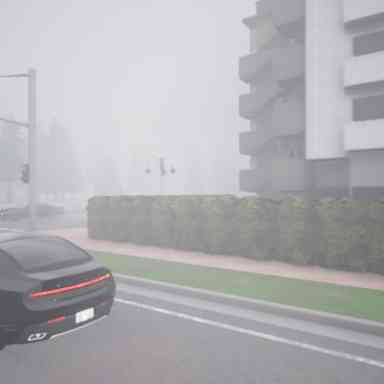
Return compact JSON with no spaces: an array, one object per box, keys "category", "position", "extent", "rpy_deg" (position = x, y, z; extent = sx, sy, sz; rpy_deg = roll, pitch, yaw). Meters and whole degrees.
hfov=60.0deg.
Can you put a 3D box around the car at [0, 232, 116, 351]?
[{"category":"car","position":[-3.529,1.509,6.117],"extent":[4.892,1.490,1.837],"rpy_deg":[0,0,34]}]

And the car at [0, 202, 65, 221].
[{"category":"car","position":[-13.232,1.559,27.377],"extent":[2.033,1.411,5.357],"rpy_deg":[0,0,36]}]
